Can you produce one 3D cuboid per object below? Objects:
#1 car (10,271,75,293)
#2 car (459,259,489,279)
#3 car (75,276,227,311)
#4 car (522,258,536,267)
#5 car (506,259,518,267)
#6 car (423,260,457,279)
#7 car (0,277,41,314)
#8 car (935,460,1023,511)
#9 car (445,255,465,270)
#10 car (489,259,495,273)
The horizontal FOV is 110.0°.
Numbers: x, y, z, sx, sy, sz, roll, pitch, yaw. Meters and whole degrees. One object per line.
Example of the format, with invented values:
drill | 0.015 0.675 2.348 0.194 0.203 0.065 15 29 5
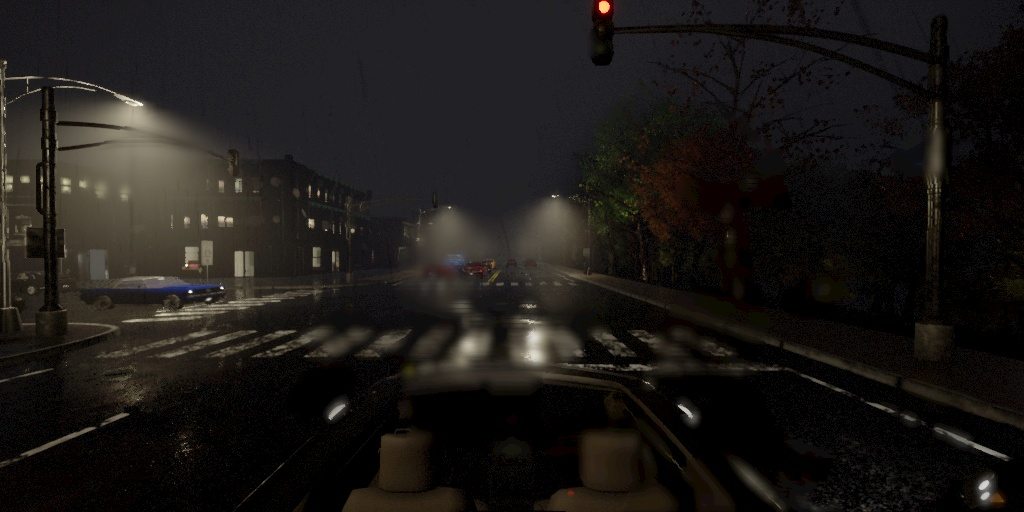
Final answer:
car | -28.323 1.558 21.015 4.403 1.370 2.007 0 0 0
car | -3.411 1.263 33.087 1.812 1.442 4.674 0 0 0
car | -14.810 1.513 15.016 4.718 1.301 1.895 -1 1 3
car | 3.213 1.199 63.215 1.882 1.535 5.008 0 0 0
car | -0.037 1.226 63.189 1.837 1.490 4.892 0 0 0
car | -6.661 1.338 32.866 1.895 1.301 4.718 0 0 2
car | -19.971 1.564 12.521 4.313 1.339 1.948 0 0 0
car | 3.356 1.314 0.208 1.994 1.385 4.181 0 0 0
car | -6.677 0.954 42.771 2.150 2.045 5.566 0 0 0
car | -3.424 1.237 43.154 1.837 1.490 4.892 0 0 0
